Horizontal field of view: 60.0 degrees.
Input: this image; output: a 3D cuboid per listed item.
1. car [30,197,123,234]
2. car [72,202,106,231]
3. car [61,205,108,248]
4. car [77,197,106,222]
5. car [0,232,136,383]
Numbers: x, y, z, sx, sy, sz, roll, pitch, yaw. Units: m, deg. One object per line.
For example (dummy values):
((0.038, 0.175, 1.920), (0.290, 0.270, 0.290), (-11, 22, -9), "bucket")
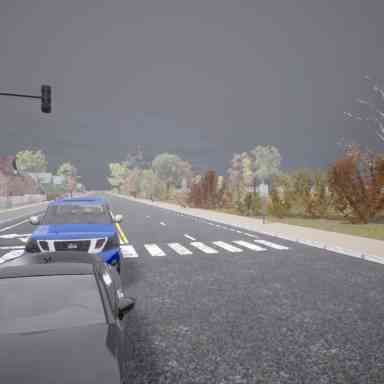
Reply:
((-3.363, 1.218, 9.936), (2.150, 2.045, 5.566), (0, 0, -16), "car")
((-6.650, 1.468, 21.737), (1.882, 1.535, 5.008), (0, 0, -16), "car")
((-5.052, 1.499, 15.999), (1.837, 1.490, 4.892), (0, 0, -16), "car")
((-8.239, 1.338, 27.462), (2.097, 1.767, 4.553), (0, 0, -16), "car")
((-1.693, 1.524, 3.855), (1.812, 1.442, 4.674), (0, 0, -13), "car")
